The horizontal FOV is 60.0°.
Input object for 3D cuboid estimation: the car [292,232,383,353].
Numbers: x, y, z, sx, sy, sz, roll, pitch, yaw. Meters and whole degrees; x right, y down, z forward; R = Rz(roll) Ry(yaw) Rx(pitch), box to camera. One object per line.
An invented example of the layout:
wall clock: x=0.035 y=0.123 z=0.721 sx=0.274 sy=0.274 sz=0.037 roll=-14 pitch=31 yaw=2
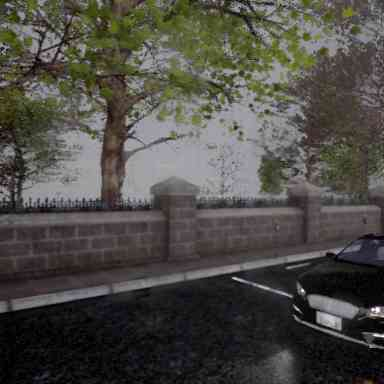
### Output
car: x=3.829 y=1.553 z=6.170 sx=4.902 sy=1.511 sz=2.128 roll=1 pitch=0 yaw=-38
